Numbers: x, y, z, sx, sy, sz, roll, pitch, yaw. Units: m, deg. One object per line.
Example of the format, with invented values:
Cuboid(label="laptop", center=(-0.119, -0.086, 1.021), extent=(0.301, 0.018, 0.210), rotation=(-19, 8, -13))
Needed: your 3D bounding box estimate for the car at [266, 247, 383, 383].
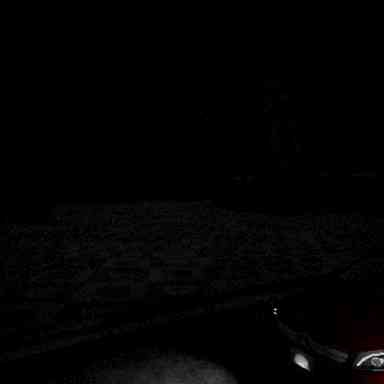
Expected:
Cuboid(label="car", center=(3.194, 1.533, 4.668), extent=(4.674, 1.442, 1.812), rotation=(0, 0, -29))
